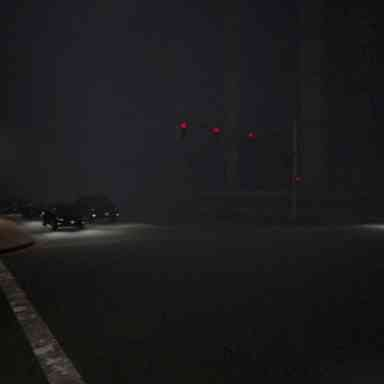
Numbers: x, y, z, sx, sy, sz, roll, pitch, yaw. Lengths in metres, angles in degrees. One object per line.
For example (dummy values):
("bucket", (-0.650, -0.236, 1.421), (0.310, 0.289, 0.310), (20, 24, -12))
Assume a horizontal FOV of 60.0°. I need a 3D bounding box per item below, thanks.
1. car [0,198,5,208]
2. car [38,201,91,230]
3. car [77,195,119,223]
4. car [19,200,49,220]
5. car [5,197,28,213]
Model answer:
("car", (-28.006, 1.570, 50.330), (1.882, 1.535, 5.008), (0, 0, -34))
("car", (-8.534, 1.576, 21.956), (1.837, 1.490, 4.892), (0, 0, -35))
("car", (-7.947, 1.304, 27.269), (2.150, 2.045, 5.566), (0, 0, -35))
("car", (-13.794, 1.678, 29.581), (1.895, 1.301, 4.718), (0, 0, -34))
("car", (-19.519, 1.435, 37.888), (2.097, 1.767, 4.553), (0, 0, -34))
